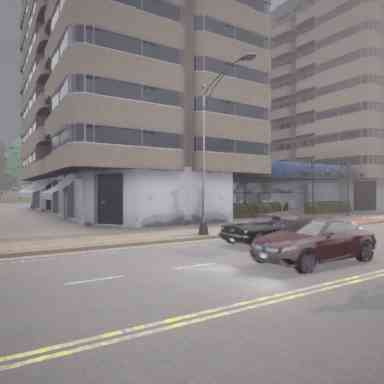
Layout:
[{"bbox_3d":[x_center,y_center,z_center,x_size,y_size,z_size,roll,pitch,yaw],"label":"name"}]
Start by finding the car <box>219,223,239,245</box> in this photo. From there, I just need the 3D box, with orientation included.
[{"bbox_3d":[3.480,1.601,14.421,4.718,1.301,1.895,0,0,-32],"label":"car"}]

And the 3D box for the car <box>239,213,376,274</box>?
[{"bbox_3d":[3.980,1.526,10.599,4.674,1.442,1.812,0,0,-32],"label":"car"}]
